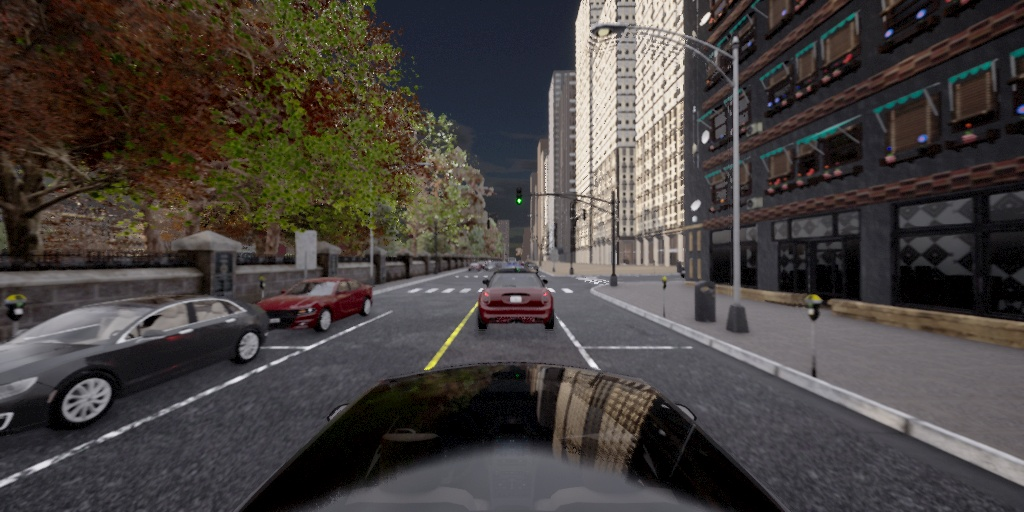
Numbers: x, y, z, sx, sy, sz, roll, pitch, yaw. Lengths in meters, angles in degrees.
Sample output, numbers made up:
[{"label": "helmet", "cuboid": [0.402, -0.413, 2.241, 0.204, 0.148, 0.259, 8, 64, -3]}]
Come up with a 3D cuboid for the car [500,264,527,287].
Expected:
[{"label": "car", "cuboid": [0.109, 1.384, 27.086, 1.882, 1.535, 5.008, 0, 0, 0]}]

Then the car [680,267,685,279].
[{"label": "car", "cuboid": [14.692, 1.174, 26.391, 4.313, 1.339, 1.948, 0, 0, 0]}]

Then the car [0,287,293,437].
[{"label": "car", "cuboid": [-5.768, 1.323, 5.520, 2.007, 1.370, 4.403, 0, 0, 0]}]

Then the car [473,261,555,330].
[{"label": "car", "cuboid": [0.106, 1.160, 11.467, 2.097, 1.767, 4.553, 0, 0, 0]}]

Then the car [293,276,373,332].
[{"label": "car", "cuboid": [-5.818, 1.351, 11.060, 1.888, 1.381, 4.507, 0, 0, 0]}]

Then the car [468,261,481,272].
[{"label": "car", "cuboid": [-5.676, 1.671, 54.609, 1.802, 1.307, 4.207, 0, 0, 0]}]

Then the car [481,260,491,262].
[{"label": "car", "cuboid": [-3.060, 1.574, 53.569, 2.128, 1.511, 4.902, 0, 0, 0]}]
